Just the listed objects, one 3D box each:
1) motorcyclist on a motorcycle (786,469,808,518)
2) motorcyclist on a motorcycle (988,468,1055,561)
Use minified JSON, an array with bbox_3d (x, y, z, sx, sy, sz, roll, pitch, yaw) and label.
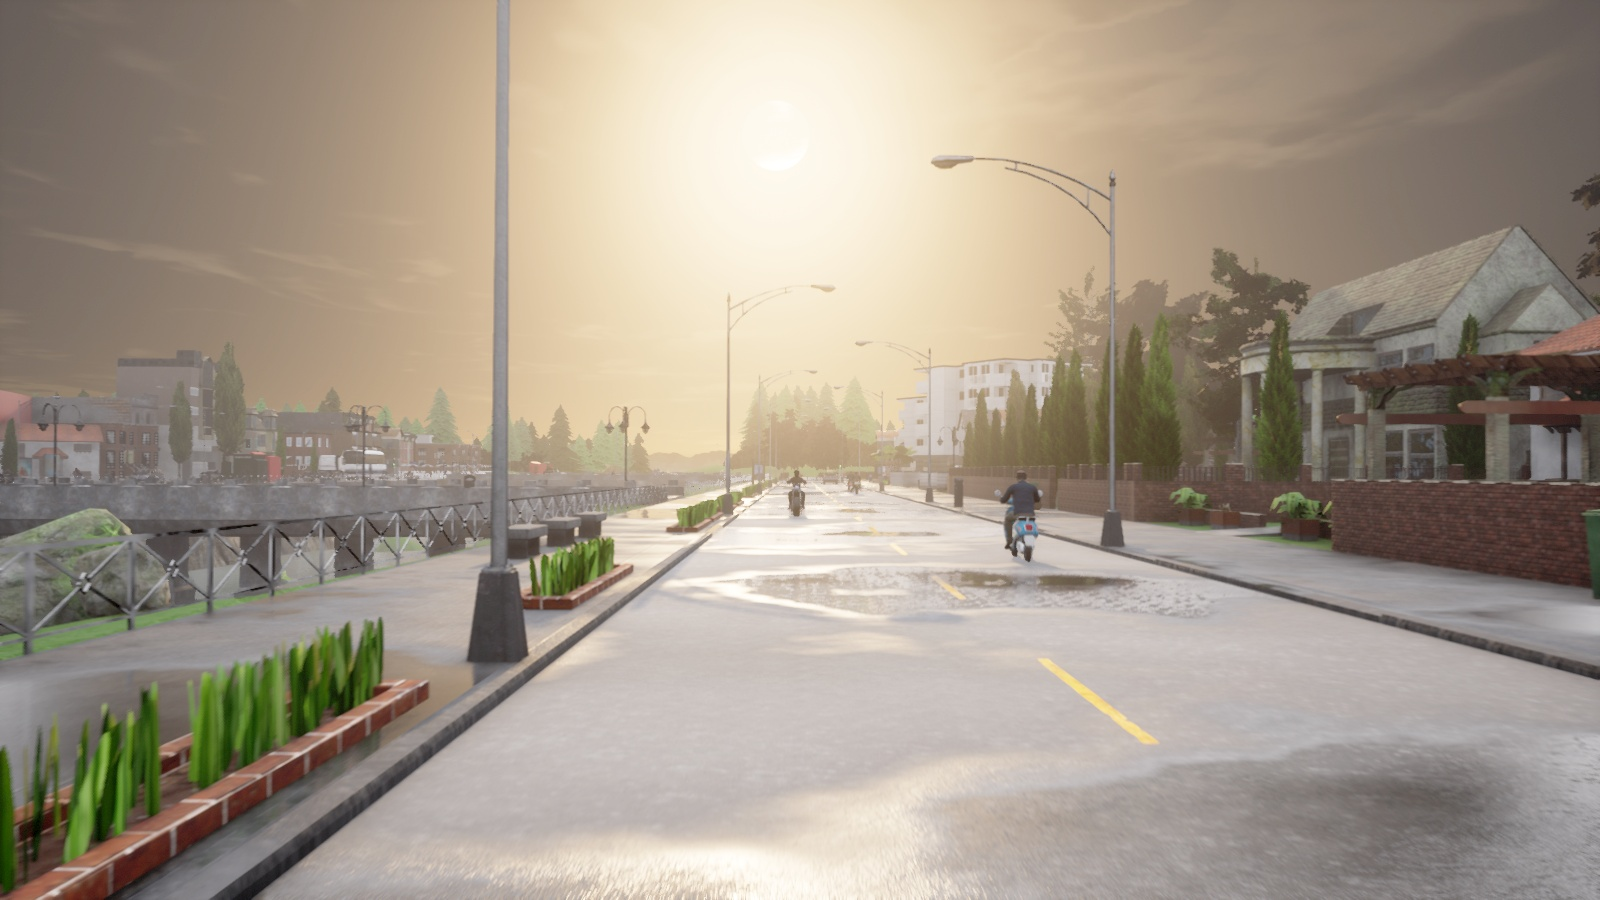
[{"bbox_3d":[-0.103,1.497,43.715,0.766,1.649,2.350,0,-1,0],"label":"motorcyclist on a motorcycle"},{"bbox_3d":[3.947,1.129,22.512,0.866,1.590,1.817,0,-1,0],"label":"motorcyclist on a motorcycle"}]
